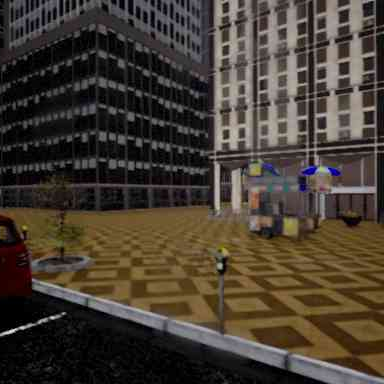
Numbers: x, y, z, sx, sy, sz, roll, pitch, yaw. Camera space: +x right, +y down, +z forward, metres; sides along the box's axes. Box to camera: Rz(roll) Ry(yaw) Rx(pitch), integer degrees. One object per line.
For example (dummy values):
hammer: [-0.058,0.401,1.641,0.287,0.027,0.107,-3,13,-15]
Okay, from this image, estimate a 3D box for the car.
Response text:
car: [-5.167,1.309,6.565,5.009,1.841,2.192,0,0,35]
